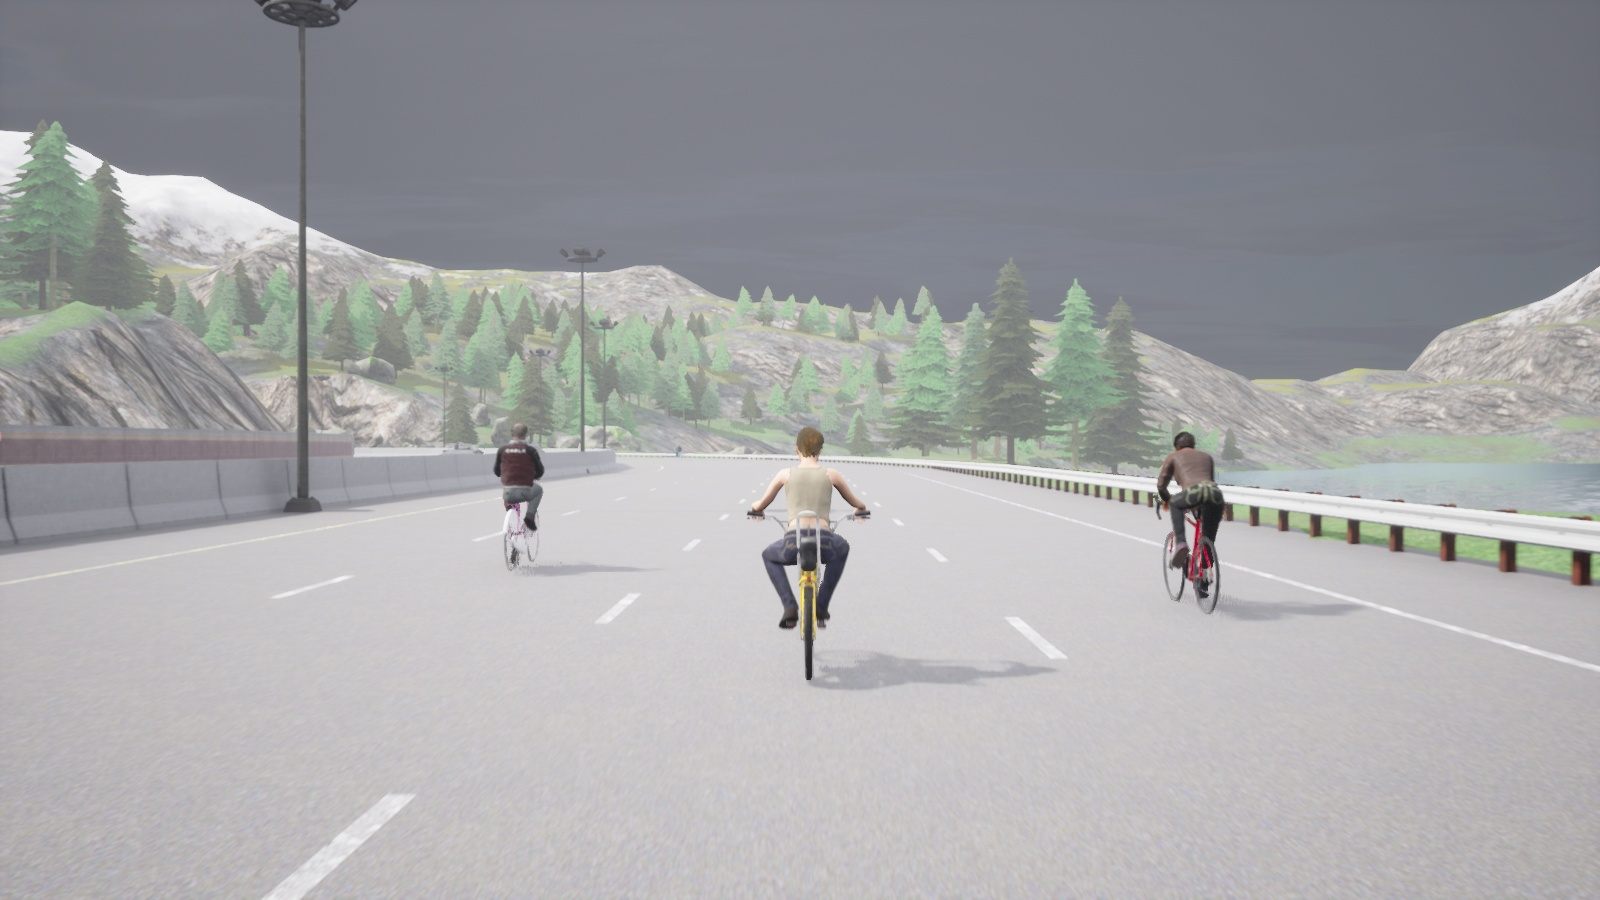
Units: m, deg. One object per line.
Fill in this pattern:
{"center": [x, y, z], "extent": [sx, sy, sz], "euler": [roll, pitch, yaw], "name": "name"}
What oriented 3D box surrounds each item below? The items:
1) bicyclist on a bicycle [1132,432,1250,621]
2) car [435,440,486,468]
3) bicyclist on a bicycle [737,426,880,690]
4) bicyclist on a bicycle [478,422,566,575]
{"center": [3.582, 0.663, 11.619], "extent": [0.582, 1.620, 1.656], "euler": [0, 0, 0], "name": "bicyclist on a bicycle"}
{"center": [-20.937, 0.243, 77.610], "extent": [2.152, 1.651, 5.027], "euler": [0, 0, -4], "name": "car"}
{"center": [0.059, 0.655, 8.409], "extent": [0.866, 1.612, 1.509], "euler": [0, 0, 1], "name": "bicyclist on a bicycle"}
{"center": [-3.396, 0.562, 15.489], "extent": [0.659, 1.776, 1.843], "euler": [0, 0, 0], "name": "bicyclist on a bicycle"}
